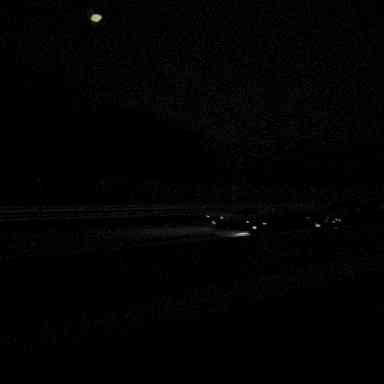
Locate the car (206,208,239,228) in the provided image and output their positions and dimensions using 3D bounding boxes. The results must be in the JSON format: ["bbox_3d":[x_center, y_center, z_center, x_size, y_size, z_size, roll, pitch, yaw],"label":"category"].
[{"bbox_3d":[3.270,1.784,23.541,4.718,1.301,1.895,1,0,-36],"label":"car"}]

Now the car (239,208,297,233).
[{"bbox_3d":[5.827,1.737,21.068,5.357,1.411,2.033,1,0,-36],"label":"car"}]

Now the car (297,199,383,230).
[{"bbox_3d":[8.786,1.424,18.880,5.566,2.045,2.150,1,0,-36],"label":"car"}]
